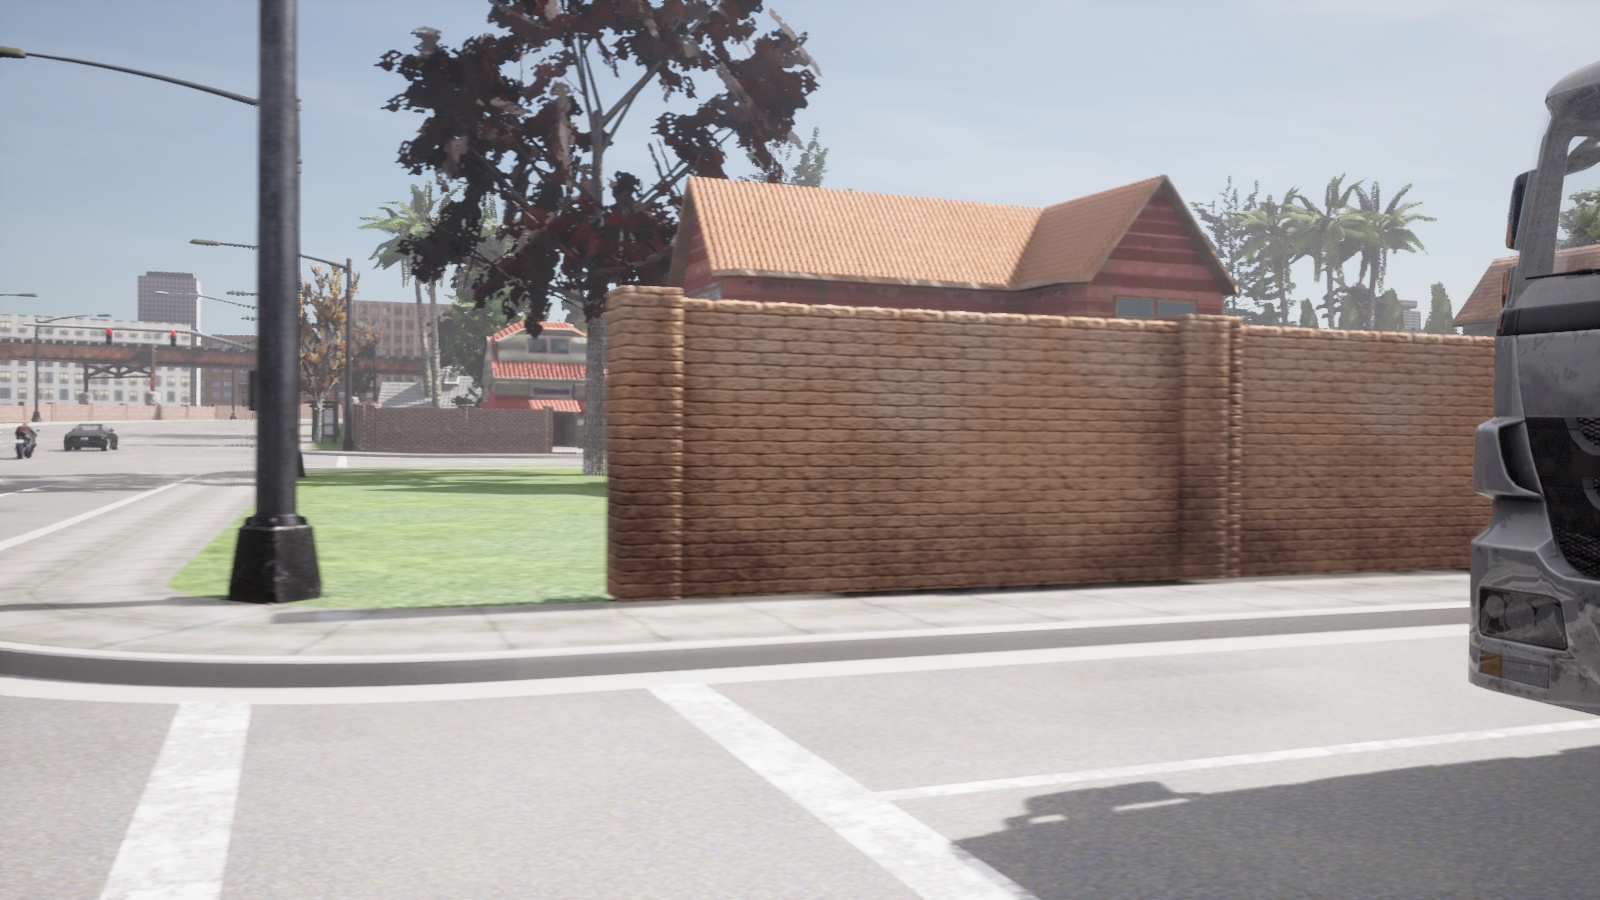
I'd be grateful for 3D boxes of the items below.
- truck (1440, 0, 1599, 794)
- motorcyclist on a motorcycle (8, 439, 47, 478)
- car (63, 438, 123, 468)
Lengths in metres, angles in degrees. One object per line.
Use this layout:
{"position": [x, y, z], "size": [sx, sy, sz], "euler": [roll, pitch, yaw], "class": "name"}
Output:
{"position": [7.242, -0.359, 5.977], "size": [7.936, 3.462, 2.891], "euler": [-1, 1, -21], "class": "truck"}
{"position": [-31.118, 0.327, 50.609], "size": [0.866, 1.530, 2.191], "euler": [-1, 1, -20], "class": "motorcyclist on a motorcycle"}
{"position": [-36.198, 0.127, 64.372], "size": [1.994, 1.385, 4.181], "euler": [-1, 1, -20], "class": "car"}
